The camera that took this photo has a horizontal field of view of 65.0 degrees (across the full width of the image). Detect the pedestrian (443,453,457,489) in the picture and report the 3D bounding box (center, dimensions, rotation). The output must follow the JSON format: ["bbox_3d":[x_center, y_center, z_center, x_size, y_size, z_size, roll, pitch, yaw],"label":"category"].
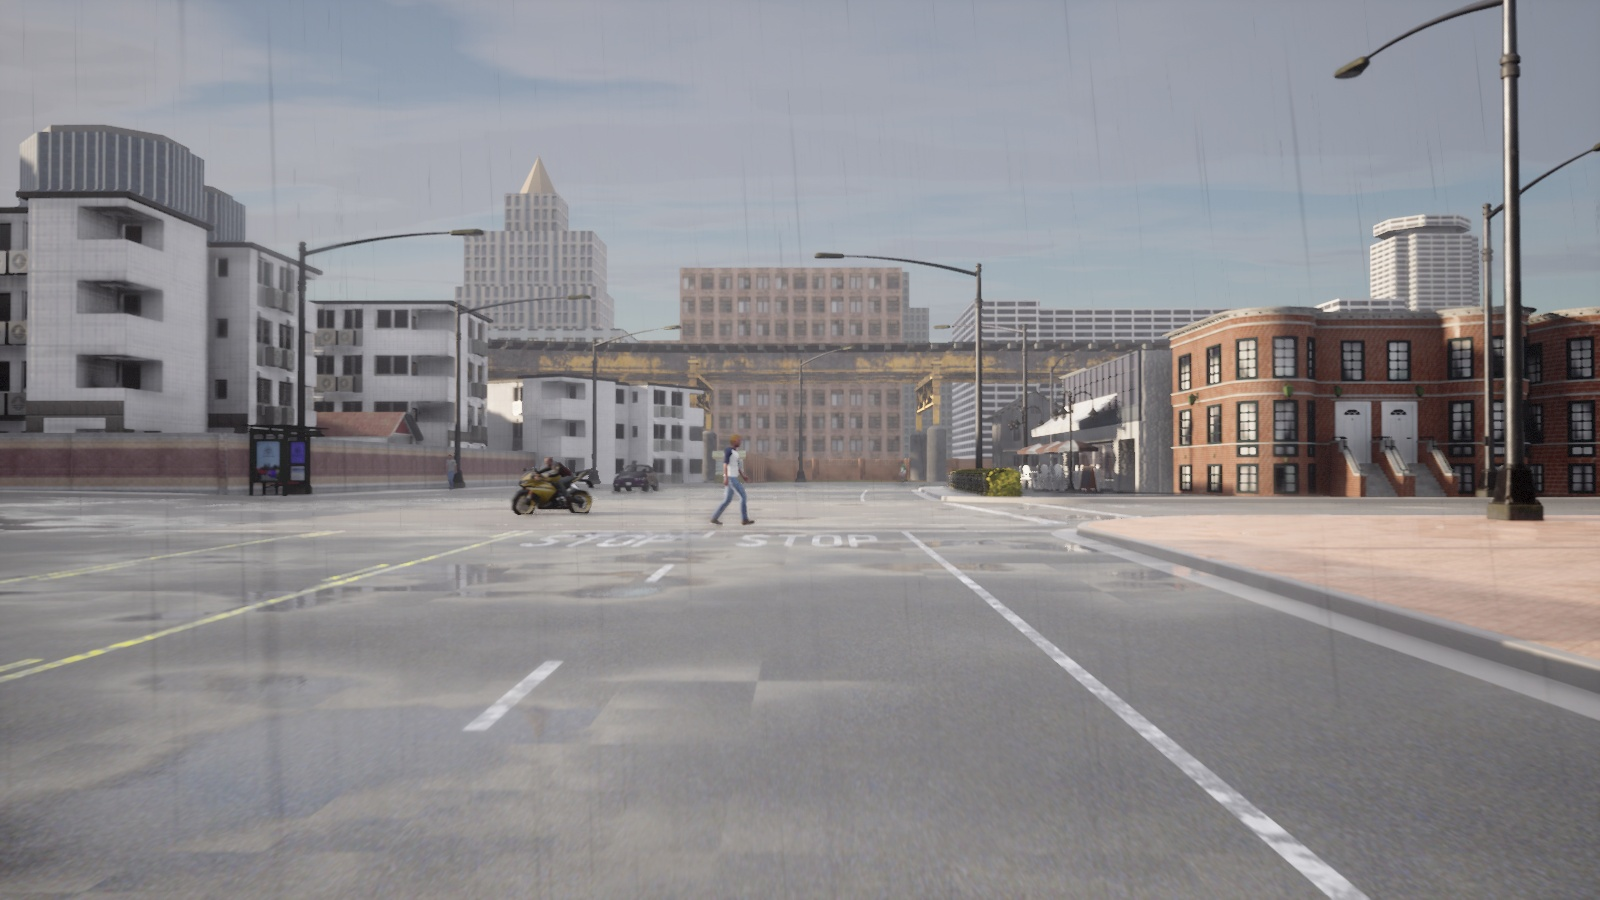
[{"bbox_3d":[-17.667,1.059,63.400,0.354,1.836,0.706,0,-1,12],"label":"pedestrian"}]

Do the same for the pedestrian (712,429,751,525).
[{"bbox_3d":[-1.319,0.523,24.344,0.706,1.836,0.354,0,-1,6],"label":"pedestrian"}]

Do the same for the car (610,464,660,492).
[{"bbox_3d":[-8.766,1.490,67.114,1.816,1.474,4.193,0,-1,4],"label":"car"}]

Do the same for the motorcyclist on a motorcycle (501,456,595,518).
[{"bbox_3d":[-6.427,0.938,32.095,2.191,1.530,0.866,1,0,-35],"label":"motorcyclist on a motorcycle"}]
